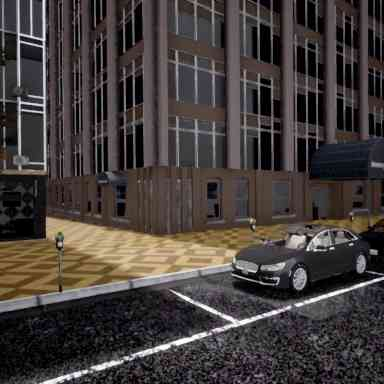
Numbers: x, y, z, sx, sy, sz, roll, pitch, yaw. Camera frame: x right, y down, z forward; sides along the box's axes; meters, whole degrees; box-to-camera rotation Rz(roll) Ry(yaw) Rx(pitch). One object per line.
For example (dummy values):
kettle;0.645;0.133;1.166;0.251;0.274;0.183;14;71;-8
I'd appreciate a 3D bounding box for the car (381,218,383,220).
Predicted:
car;7.587;1.563;11.999;4.313;1.339;1.947;0;-1;-36

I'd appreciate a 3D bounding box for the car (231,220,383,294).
car;2.963;1.549;8.694;4.403;1.369;2.008;0;-1;-36
